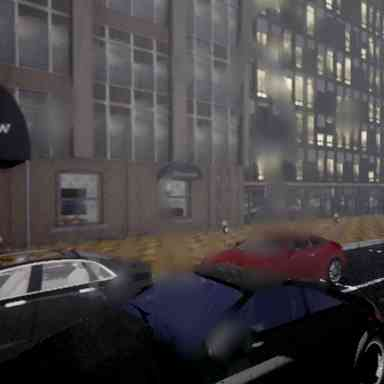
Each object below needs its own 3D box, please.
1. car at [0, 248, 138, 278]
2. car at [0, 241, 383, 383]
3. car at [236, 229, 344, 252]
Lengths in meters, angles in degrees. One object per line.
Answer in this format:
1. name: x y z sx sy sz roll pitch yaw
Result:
1. car: -2.572 1.552 4.737 4.403 1.369 2.008 0 -1 -35
2. car: 0.300 1.567 3.590 4.181 1.385 1.994 0 0 -35
3. car: 2.059 1.590 8.032 4.206 1.307 1.802 0 -1 -35
